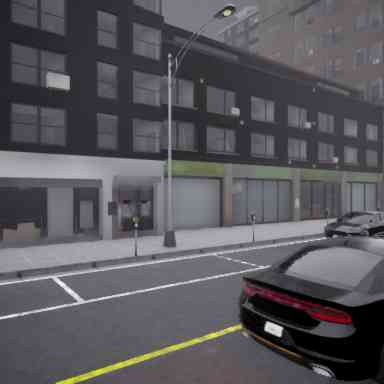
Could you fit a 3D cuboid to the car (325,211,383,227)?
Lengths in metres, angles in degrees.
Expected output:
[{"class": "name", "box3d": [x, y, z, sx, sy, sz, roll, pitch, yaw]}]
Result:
[{"class": "car", "box3d": [8.036, 1.566, 15.630, 4.313, 1.339, 1.947, 0, 0, -36]}]

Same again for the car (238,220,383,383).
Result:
[{"class": "car", "box3d": [2.985, 1.477, 5.409, 5.008, 1.535, 1.882, 0, 0, -36]}]
